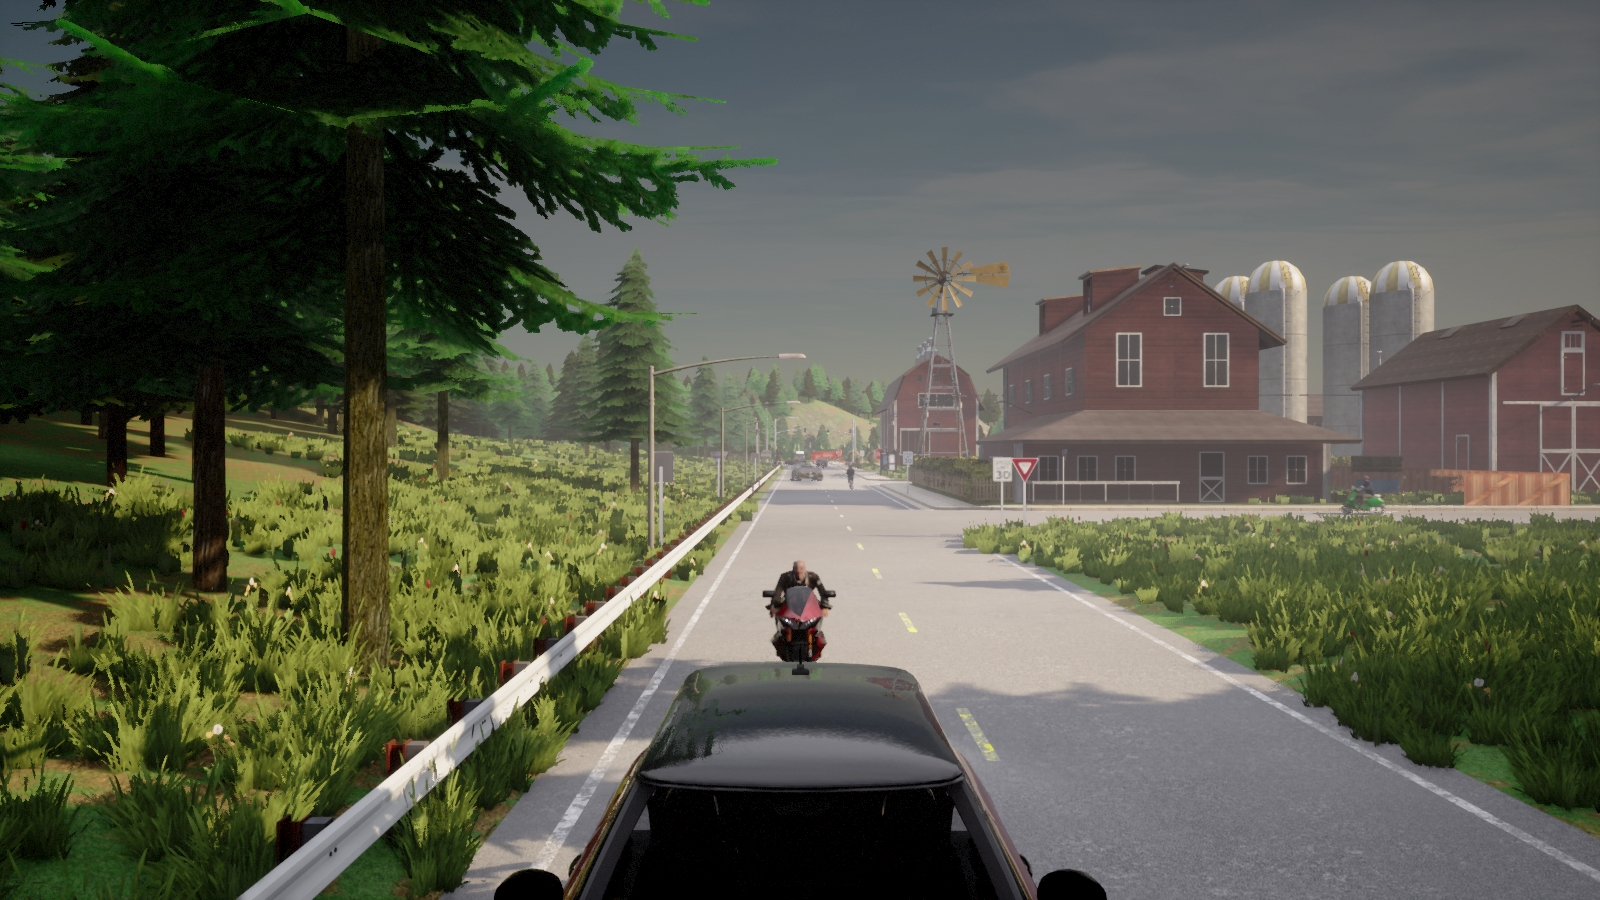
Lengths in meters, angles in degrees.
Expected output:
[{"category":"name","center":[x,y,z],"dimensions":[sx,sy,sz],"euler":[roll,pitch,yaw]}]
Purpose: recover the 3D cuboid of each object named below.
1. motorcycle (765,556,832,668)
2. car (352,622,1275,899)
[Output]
[{"category":"motorcycle","center":[-0.025,2.205,15.930],"dimensions":[0.867,1.251,2.209],"euler":[0,0,0]},{"category":"car","center":[0.033,1.906,4.501],"dimensions":[2.097,1.767,4.553],"euler":[0,0,0]}]
